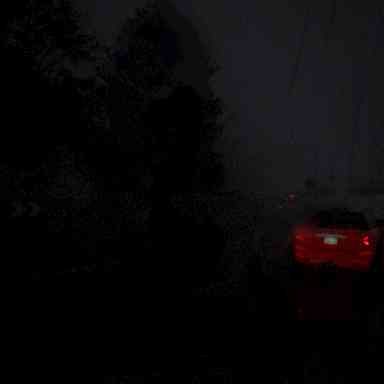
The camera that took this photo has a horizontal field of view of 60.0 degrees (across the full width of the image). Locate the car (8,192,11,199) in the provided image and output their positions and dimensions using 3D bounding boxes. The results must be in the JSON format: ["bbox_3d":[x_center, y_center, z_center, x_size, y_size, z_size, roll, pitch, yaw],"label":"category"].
[{"bbox_3d":[-44.710,0.678,74.990,5.566,2.045,2.435,1,-2,-37],"label":"car"}]

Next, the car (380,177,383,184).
[{"bbox_3d":[47.193,-2.820,79.555,4.902,1.511,2.128,-5,3,-41],"label":"car"}]

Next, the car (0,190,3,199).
[{"bbox_3d":[-42.933,0.806,69.294,4.892,1.521,2.231,1,-1,-38],"label":"car"}]

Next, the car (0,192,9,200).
[{"bbox_3d":[-45.636,0.865,77.784,4.553,1.767,2.185,1,-2,-37],"label":"car"}]

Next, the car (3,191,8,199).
[{"bbox_3d":[-43.859,0.615,72.111,5.566,2.045,2.435,1,-1,-38],"label":"car"}]

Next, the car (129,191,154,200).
[{"bbox_3d":[-7.070,0.530,48.373,4.181,1.385,1.994,0,-2,28],"label":"car"}]

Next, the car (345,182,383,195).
[{"bbox_3d":[25.823,-0.332,50.330,4.892,1.521,2.231,-1,3,30],"label":"car"}]

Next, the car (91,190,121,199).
[{"bbox_3d":[-13.966,0.435,53.938,4.902,1.511,2.128,1,-1,11],"label":"car"}]

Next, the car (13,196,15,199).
[{"bbox_3d":[-46.624,1.041,80.520,5.366,1.575,1.946,1,-1,-37],"label":"car"}]

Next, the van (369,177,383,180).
[{"bbox_3d":[32.835,-1.184,56.194,4.442,1.987,1.878,-1,3,30],"label":"van"}]

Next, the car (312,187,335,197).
[{"bbox_3d":[20.552,-0.068,52.121,4.674,1.442,1.812,-5,3,-41],"label":"car"}]

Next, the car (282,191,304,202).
[{"bbox_3d":[13.665,0.590,44.928,1.812,1.442,4.674,0,3,39],"label":"car"}]

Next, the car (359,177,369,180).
[{"bbox_3d":[37.691,-2.158,71.396,5.566,2.045,2.150,-5,3,-41],"label":"car"}]

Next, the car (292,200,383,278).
[{"bbox_3d":[4.645,1.203,10.106,2.097,1.767,4.553,0,1,33],"label":"car"}]

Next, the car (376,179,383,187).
[{"bbox_3d":[40.433,-1.901,69.464,4.674,1.442,1.812,-5,3,-41],"label":"car"}]
